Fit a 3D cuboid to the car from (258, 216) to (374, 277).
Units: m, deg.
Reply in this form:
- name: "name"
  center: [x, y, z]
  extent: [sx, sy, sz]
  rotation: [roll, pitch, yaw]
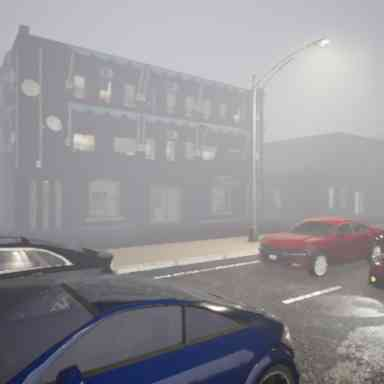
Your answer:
- name: "car"
  center: [4.293, 1.574, 10.736]
  extent: [5.008, 1.535, 1.882]
  rotation: [1, 0, -35]

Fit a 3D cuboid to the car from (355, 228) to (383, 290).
- name: "car"
  center: [6.090, 1.660, 8.028]
  extent: [4.181, 1.385, 1.994]
  rotation: [1, 0, -36]

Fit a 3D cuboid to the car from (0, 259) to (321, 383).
- name: "car"
  center: [-0.938, 1.573, 3.016]
  extent: [4.181, 1.385, 1.994]
  rotation: [1, 0, -36]

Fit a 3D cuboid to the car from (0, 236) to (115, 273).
- name: "car"
  center: [-3.569, 1.492, 5.132]
  extent: [4.902, 1.511, 2.128]
  rotation: [1, 0, -36]
